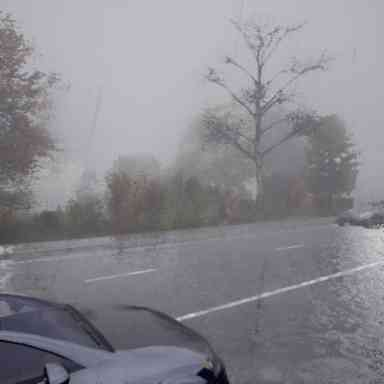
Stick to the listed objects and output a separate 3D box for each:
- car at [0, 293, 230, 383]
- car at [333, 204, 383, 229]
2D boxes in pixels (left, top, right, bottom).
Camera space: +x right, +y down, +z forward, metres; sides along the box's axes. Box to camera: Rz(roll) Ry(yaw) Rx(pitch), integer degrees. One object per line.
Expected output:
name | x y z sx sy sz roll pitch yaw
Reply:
car | -1.702 1.569 2.614 4.181 1.385 1.994 0 0 -35
car | 11.303 1.517 21.418 5.357 1.411 2.033 0 0 -38
